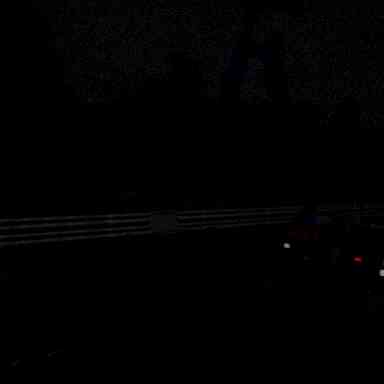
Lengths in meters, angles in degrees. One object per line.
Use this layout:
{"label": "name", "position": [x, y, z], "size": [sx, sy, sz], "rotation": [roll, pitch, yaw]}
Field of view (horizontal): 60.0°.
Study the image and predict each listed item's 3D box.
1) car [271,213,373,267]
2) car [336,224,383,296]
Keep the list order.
{"label": "car", "position": [4.898, 1.443, 11.369], "size": [5.008, 1.535, 1.882], "rotation": [0, 0, -34]}
{"label": "car", "position": [5.440, 1.537, 7.509], "size": [4.181, 1.385, 1.994], "rotation": [0, 0, -34]}
